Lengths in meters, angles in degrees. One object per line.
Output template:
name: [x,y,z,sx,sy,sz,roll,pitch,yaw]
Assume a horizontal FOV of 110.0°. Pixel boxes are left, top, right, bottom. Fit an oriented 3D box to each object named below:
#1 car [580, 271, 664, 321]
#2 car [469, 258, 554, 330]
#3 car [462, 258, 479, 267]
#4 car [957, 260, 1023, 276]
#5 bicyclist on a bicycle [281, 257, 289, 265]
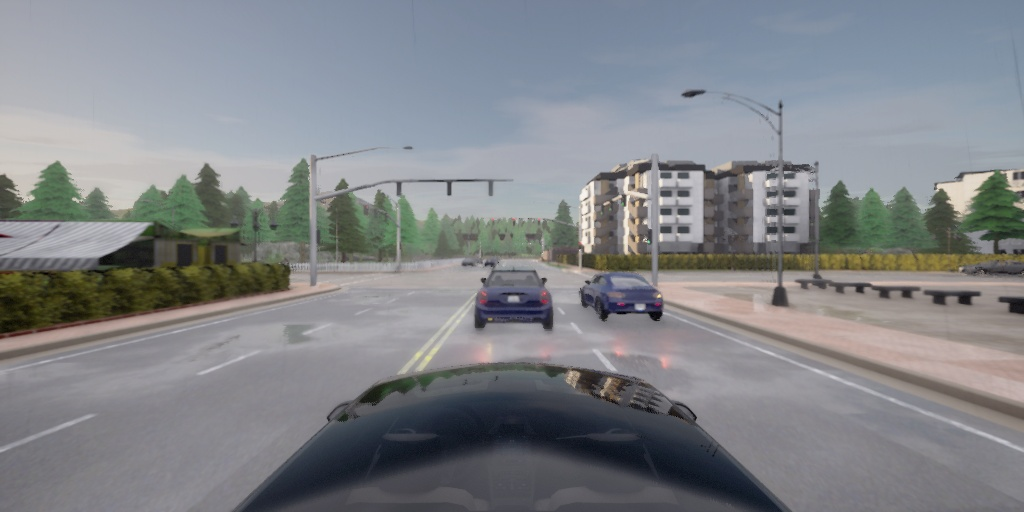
car: [3.569,1.242,12.241,1.812,1.442,4.674,0,0,0]
car: [0.063,1.075,11.195,2.097,1.767,4.553,0,1,0]
car: [-7.011,1.046,58.469,1.882,1.535,5.008,0,0,1]
car: [45.685,1.138,33.722,4.902,1.511,2.128,0,0,25]
bicyclist on a bicycle: [-25.774,0.928,40.840,0.582,1.620,1.656,0,0,-1]
